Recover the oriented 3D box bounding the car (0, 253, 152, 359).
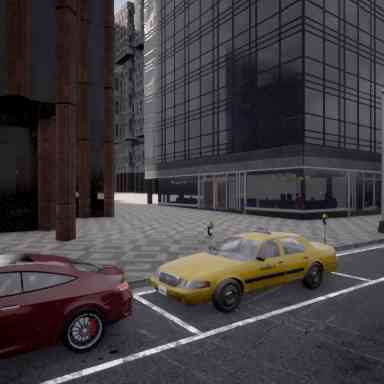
[{"bbox_3d":[-2.886,1.582,4.591,4.206,1.307,1.802,0,0,-35],"label":"car"}]

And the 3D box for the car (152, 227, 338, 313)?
[{"bbox_3d":[1.411,1.525,7.638,4.829,1.417,1.752,0,0,-35],"label":"car"}]
